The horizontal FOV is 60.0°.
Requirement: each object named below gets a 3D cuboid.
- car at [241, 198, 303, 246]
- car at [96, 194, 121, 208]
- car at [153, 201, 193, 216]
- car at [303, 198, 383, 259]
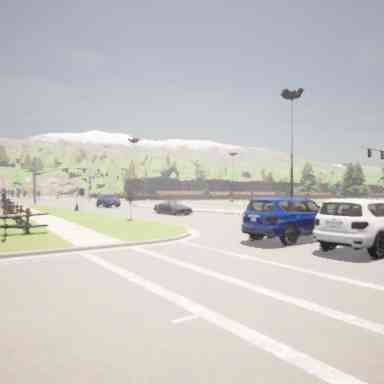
[{"bbox_3d":[4.814,1.292,15.803,5.566,2.045,2.150,0,0,-36],"label":"car"},{"bbox_3d":[-12.421,1.327,49.338,2.150,2.045,5.566,0,-1,-35],"label":"car"},{"bbox_3d":[-2.067,1.647,34.519,2.033,1.411,5.357,0,0,-35],"label":"car"},{"bbox_3d":[7.113,1.293,13.146,5.566,2.045,2.150,1,0,-36],"label":"car"}]
